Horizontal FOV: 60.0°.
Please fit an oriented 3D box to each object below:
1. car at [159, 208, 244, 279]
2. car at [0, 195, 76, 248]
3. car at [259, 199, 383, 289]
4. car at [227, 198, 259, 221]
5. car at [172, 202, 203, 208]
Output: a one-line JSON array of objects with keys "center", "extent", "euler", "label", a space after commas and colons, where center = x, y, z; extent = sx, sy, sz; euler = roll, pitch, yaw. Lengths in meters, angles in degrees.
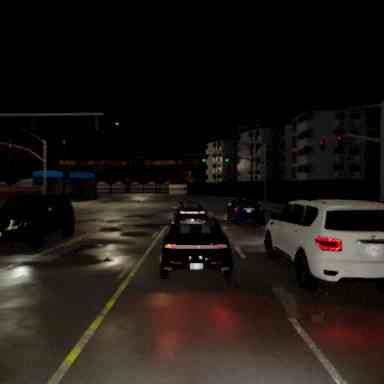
[{"center": [0.101, 1.465, 10.005], "extent": [2.128, 1.511, 4.902], "euler": [0, 0, 0], "label": "car"}, {"center": [-7.001, 1.160, 14.758], "extent": [2.150, 2.045, 5.566], "euler": [0, 0, 0], "label": "car"}, {"center": [3.595, 1.203, 9.271], "extent": [2.150, 2.045, 5.566], "euler": [0, 1, 0], "label": "car"}, {"center": [3.653, 1.197, 23.260], "extent": [2.097, 1.767, 4.553], "euler": [0, 1, 1], "label": "car"}, {"center": [-0.225, 1.365, 21.640], "extent": [2.128, 1.511, 4.902], "euler": [0, 1, -6], "label": "car"}]
